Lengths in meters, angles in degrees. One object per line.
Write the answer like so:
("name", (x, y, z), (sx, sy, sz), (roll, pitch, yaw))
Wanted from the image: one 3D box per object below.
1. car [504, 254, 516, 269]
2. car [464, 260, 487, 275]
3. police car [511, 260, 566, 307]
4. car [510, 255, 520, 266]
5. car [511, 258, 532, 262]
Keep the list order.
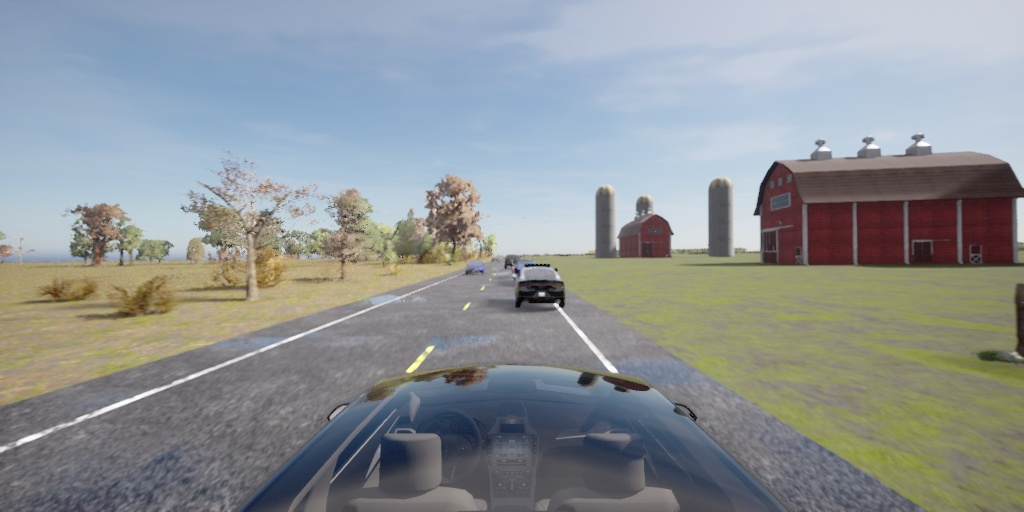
("car", (0.006, 0.783, 51.058), (2.150, 2.045, 5.566), (0, 0, 0))
("car", (-3.587, 1.146, 36.118), (1.812, 1.442, 4.674), (0, 0, 0))
("police car", (1.051, 1.127, 15.190), (1.930, 1.638, 5.238), (0, 0, 0))
("car", (1.051, 0.992, 31.050), (2.097, 1.767, 4.553), (0, 0, 0))
("car", (1.051, 1.143, 25.080), (1.882, 1.535, 5.008), (0, 0, 0))
